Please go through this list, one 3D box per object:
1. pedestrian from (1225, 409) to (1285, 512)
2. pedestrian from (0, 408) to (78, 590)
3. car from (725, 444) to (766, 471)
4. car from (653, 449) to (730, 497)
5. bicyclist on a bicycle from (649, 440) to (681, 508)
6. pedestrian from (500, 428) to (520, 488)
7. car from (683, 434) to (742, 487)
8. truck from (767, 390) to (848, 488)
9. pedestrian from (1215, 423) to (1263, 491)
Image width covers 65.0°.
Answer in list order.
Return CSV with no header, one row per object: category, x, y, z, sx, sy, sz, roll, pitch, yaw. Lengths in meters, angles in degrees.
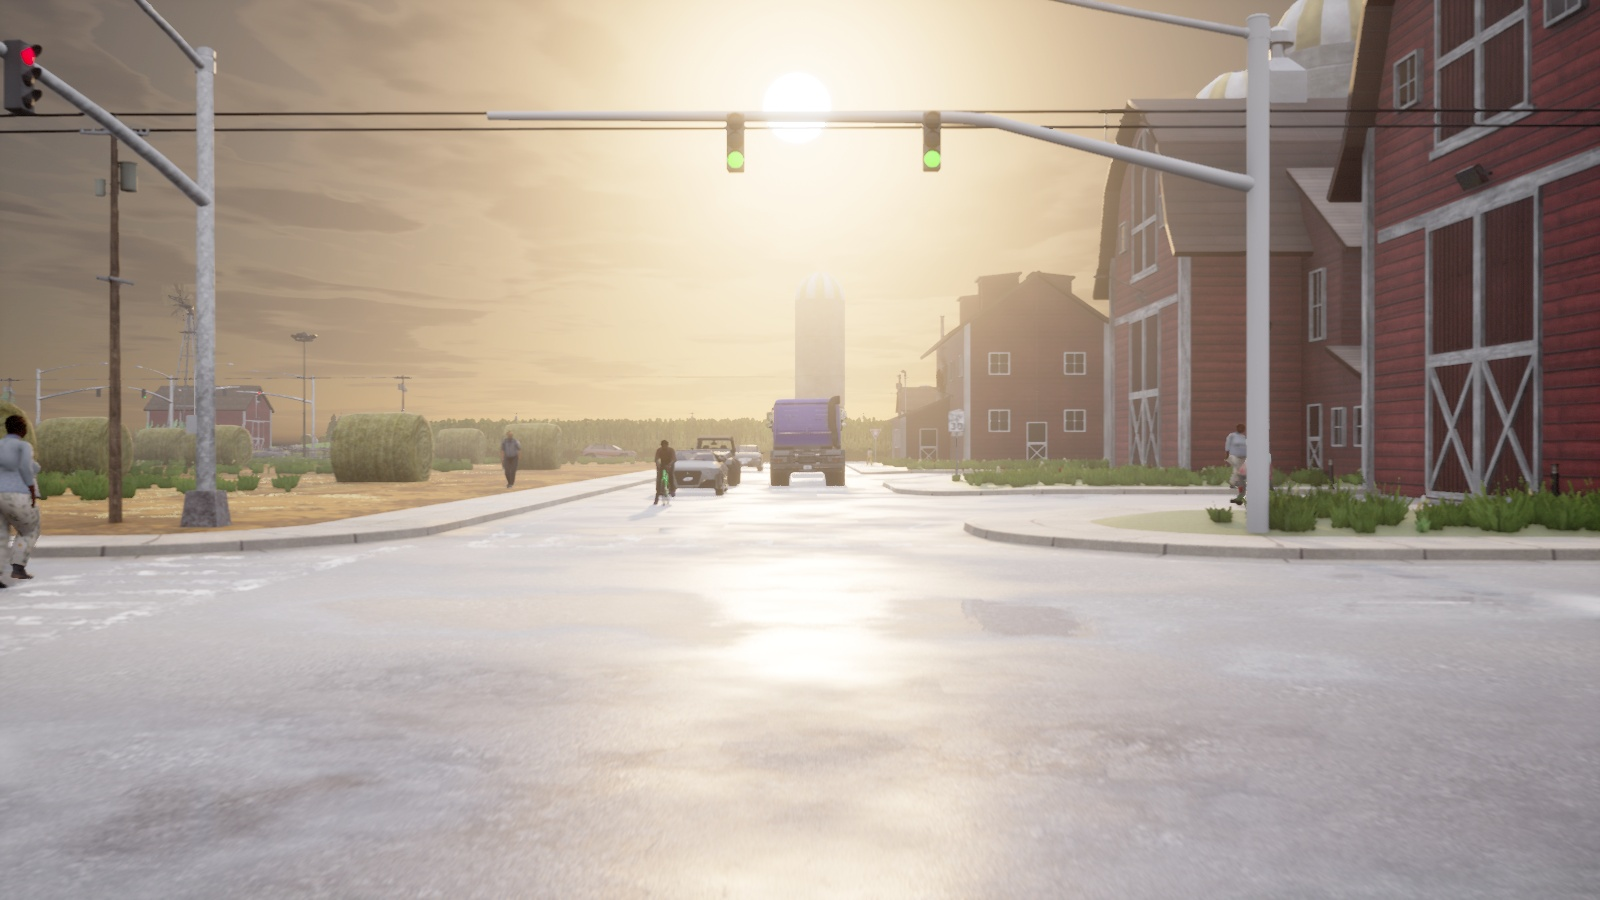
pedestrian,8.814,0.198,24.352,0.873,1.952,0.659,0,0,-18
pedestrian,-8.376,0.501,13.330,0.874,1.855,0.900,0,0,5
car,-3.073,0.419,72.099,2.128,1.511,4.902,0,0,0
car,-3.265,0.658,38.571,1.994,1.385,4.181,0,0,0
bicyclist on a bicycle,-3.310,0.568,30.882,0.582,1.620,1.656,-1,0,0
pedestrian,-8.943,0.240,38.679,0.540,1.848,0.694,0,0,-8
car,-3.219,0.358,46.756,1.905,1.878,3.866,0,0,0
truck,0.296,-0.443,49.189,2.891,3.462,7.936,-1,1,0
pedestrian,12.040,0.188,34.487,0.874,1.855,0.900,0,0,-18
